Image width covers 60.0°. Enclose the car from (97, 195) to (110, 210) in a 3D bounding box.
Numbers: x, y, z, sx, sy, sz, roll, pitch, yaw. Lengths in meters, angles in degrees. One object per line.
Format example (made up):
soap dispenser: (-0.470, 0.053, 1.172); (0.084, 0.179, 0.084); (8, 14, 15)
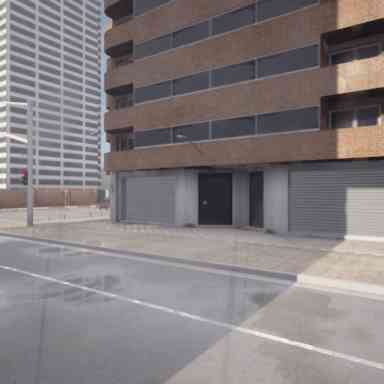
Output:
car: (-9.988, 1.477, 42.935); (1.882, 1.535, 5.008); (0, 0, 35)
